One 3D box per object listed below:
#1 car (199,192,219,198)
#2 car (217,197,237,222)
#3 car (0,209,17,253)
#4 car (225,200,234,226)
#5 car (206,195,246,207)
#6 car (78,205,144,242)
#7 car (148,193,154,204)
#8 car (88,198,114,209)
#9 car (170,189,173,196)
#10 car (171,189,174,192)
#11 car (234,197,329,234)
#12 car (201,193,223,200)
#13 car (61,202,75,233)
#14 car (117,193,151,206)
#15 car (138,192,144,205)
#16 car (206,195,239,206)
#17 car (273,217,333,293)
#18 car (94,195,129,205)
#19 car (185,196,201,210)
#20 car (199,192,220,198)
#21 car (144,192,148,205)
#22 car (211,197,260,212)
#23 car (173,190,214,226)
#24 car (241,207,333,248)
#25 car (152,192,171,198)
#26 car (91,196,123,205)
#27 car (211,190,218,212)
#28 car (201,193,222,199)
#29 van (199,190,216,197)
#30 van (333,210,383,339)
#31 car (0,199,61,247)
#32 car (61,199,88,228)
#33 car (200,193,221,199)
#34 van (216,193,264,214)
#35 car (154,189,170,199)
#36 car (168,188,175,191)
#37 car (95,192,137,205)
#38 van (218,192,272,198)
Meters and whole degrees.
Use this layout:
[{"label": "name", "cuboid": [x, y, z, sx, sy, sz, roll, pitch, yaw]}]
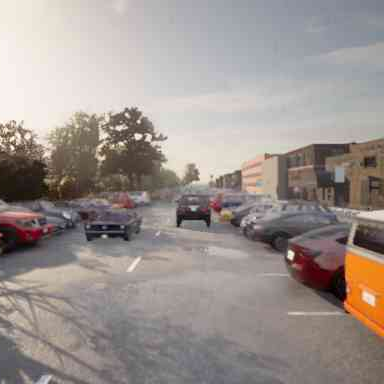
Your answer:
[{"label": "car", "cuboid": [4.358, 0.753, 86.599, 5.008, 1.535, 2.097, 0, 0, 0]}, {"label": "car", "cuboid": [4.540, 1.354, 24.230, 4.892, 1.521, 2.231, 0, 0, 0]}, {"label": "car", "cuboid": [-8.547, 1.429, 10.290, 5.008, 1.535, 2.097, 0, 0, 0]}, {"label": "car", "cuboid": [4.529, 1.386, 18.664, 4.892, 1.521, 2.231, 0, 0, 0]}, {"label": "car", "cuboid": [4.713, 1.216, 46.496, 5.366, 1.575, 1.946, 0, 0, 0]}, {"label": "car", "cuboid": [-3.604, 1.521, 15.969, 1.895, 1.301, 4.718, 0, 0, 0]}, {"label": "car", "cuboid": [-8.581, 0.967, 46.493, 5.566, 2.045, 2.435, 0, 0, 0]}, {"label": "car", "cuboid": [-8.517, 1.382, 24.215, 4.792, 1.488, 2.163, 0, 0, 0]}, {"label": "car", "cuboid": [-8.221, 0.753, 86.588, 4.892, 1.521, 2.231, 0, 0, 0]}, {"label": "car", "cuboid": [-8.170, 0.738, 92.110, 4.792, 1.488, 2.163, 0, 0, 0]}, {"label": "car", "cuboid": [4.567, 1.276, 15.879, 4.553, 1.767, 2.185, 0, 0, 0]}, {"label": "car", "cuboid": [4.300, 0.895, 72.470, 4.792, 1.488, 2.163, 0, 0, 0]}, {"label": "car", "cuboid": [-8.550, 1.402, 15.861, 4.892, 1.521, 2.231, 0, 0, 0]}, {"label": "car", "cuboid": [-8.522, 1.075, 49.280, 4.553, 1.767, 2.185, 0, 0, 0]}, {"label": "car", "cuboid": [-8.582, 1.127, 40.799, 4.553, 1.767, 2.185, 0, 0, 0]}, {"label": "car", "cuboid": [4.511, 1.243, 49.137, 4.674, 1.452, 2.002, -1, 0, 0]}, {"label": "car", "cuboid": [4.567, 1.474, 7.531, 4.792, 1.488, 2.163, 0, 0, 0]}, {"label": "car", "cuboid": [-8.733, 1.317, 29.661, 5.366, 1.575, 1.946, 0, 0, 0]}, {"label": "car", "cuboid": [0.089, 1.303, 40.036, 1.812, 1.442, 4.674, 0, 0, 0]}, {"label": "car", "cuboid": [4.362, 0.775, 83.774, 5.008, 1.535, 2.097, 0, 0, 0]}, {"label": "car", "cuboid": [-8.583, 1.110, 43.584, 4.553, 1.767, 2.185, 0, 0, 0]}, {"label": "car", "cuboid": [4.537, 1.287, 35.363, 4.892, 1.521, 2.231, 0, 0, 0]}, {"label": "car", "cuboid": [0.094, 1.105, 22.346, 2.150, 2.045, 5.566, 0, 0, 0]}, {"label": "car", "cuboid": [4.534, 1.456, 13.097, 4.674, 1.452, 2.002, 0, 0, 0]}, {"label": "car", "cuboid": [-8.178, 0.760, 89.287, 4.792, 1.488, 2.163, 0, 0, 0]}, {"label": "car", "cuboid": [-8.553, 1.336, 27.001, 5.008, 1.535, 2.097, 0, 0, 0]}, {"label": "car", "cuboid": [4.560, 1.069, 29.795, 5.566, 2.045, 2.435, 0, 0, 0]}, {"label": "car", "cuboid": [4.334, 0.883, 75.297, 4.674, 1.452, 2.002, 0, 0, 0]}, {"label": "van", "cuboid": [4.260, 0.482, 92.248, 4.442, 1.987, 1.878, 0, 0, 0]}, {"label": "van", "cuboid": [4.656, 1.232, 4.683, 4.442, 1.987, 1.878, 0, 0, 0]}, {"label": "car", "cuboid": [-8.515, 1.164, 13.075, 5.566, 2.045, 2.435, 0, 0, 0]}, {"label": "car", "cuboid": [-8.576, 1.259, 18.646, 4.553, 1.767, 2.185, 0, 0, 0]}, {"label": "car", "cuboid": [4.341, 0.861, 78.122, 4.674, 1.452, 2.002, 0, 0, 0]}, {"label": "van", "cuboid": [4.648, 1.078, 32.454, 4.442, 1.987, 1.878, 0, 0, 0]}, {"label": "car", "cuboid": [-8.205, 0.694, 78.116, 4.553, 1.767, 2.185, 0, 0, 0]}, {"label": "car", "cuboid": [-8.165, 0.434, 94.932, 5.566, 2.045, 2.435, 0, 0, 0]}, {"label": "car", "cuboid": [-8.577, 1.052, 32.444, 5.566, 2.045, 2.435, 0, 0, 0]}, {"label": "van", "cuboid": [4.649, 1.111, 27.012, 4.442, 1.987, 1.878, 0, 0, 0]}]
